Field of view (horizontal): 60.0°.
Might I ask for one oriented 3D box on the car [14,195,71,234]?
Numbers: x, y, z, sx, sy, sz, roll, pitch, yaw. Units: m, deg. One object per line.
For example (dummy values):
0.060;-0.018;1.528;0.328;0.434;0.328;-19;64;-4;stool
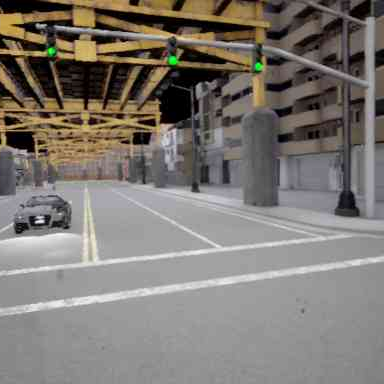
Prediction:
-6.430;0.860;14.622;1.994;1.385;4.181;-3;4;-18;car
